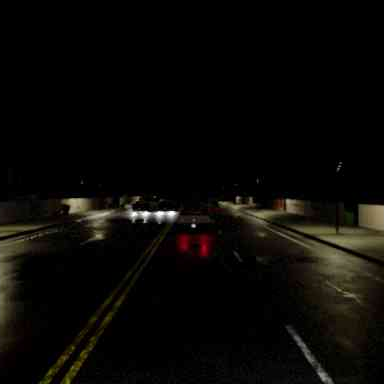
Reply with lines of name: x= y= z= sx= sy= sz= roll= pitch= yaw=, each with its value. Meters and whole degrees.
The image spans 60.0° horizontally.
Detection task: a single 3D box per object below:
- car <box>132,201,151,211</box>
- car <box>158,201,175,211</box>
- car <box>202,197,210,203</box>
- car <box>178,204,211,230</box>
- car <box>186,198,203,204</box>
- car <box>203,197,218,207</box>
car: x=-6.565 y=1.779 z=43.464 sx=1.895 sy=1.301 sz=4.718 roll=0 pitch=0 yaw=0
car: x=-3.315 y=1.780 z=43.462 sx=1.895 sy=1.301 sz=4.718 roll=0 pitch=0 yaw=0
car: x=3.279 y=1.920 z=79.827 sx=1.812 sy=1.442 sz=4.674 roll=0 pitch=0 yaw=0
car: x=0.106 y=1.681 z=21.643 sx=1.895 sy=1.301 sz=4.718 roll=0 pitch=0 yaw=0
car: x=0.116 y=1.788 z=44.851 sx=1.895 sy=1.301 sz=4.718 roll=0 pitch=0 yaw=0
car: x=3.369 y=1.740 z=55.754 sx=2.128 sy=1.511 sz=4.902 roll=0 pitch=0 yaw=0
